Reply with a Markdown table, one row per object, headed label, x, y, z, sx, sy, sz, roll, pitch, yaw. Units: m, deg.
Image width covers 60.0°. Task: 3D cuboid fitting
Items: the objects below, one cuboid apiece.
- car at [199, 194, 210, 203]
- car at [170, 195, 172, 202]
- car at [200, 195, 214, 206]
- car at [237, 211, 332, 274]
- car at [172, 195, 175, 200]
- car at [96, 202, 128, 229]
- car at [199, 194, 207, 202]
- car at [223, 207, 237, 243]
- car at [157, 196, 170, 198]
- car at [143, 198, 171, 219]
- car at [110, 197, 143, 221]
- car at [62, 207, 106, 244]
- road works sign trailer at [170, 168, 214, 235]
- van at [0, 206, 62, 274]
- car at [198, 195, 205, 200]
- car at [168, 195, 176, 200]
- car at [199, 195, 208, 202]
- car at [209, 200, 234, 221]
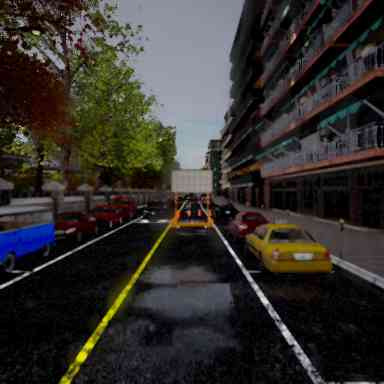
| label | x | y | z | sx | sy | sz | roll | pitch | yaw |
| --- | --- | --- | --- | --- | --- | --- | --- | --- | --- |
| car | 2.693 | 1.363 | 72.115 | 2.192 | 1.841 | 5.009 | 0 | 0 | 0 |
| car | -5.688 | 1.480 | 66.484 | 1.967 | 1.590 | 4.097 | 0 | 0 | 0 |
| car | 2.693 | 1.571 | 55.225 | 1.887 | 1.381 | 4.507 | 0 | 0 | 0 |
| car | 2.690 | 1.525 | 10.352 | 1.752 | 1.417 | 4.829 | 0 | 0 | 0 |
| car | -5.686 | 1.606 | 77.746 | 2.008 | 1.369 | 4.403 | 0 | 0 | 0 |
| car | -5.690 | 1.547 | 21.443 | 1.887 | 1.381 | 4.507 | 0 | 0 | 0 |
| car | 2.693 | 1.577 | 60.855 | 1.887 | 1.381 | 4.507 | 0 | 0 | 0 |
| car | 2.690 | 1.583 | 15.812 | 1.802 | 1.307 | 4.206 | 0 | 0 | 0 |
| car | -5.688 | 1.473 | 60.856 | 1.967 | 1.590 | 4.097 | 0 | 0 | 0 |
| car | -3.097 | 1.510 | 28.943 | 1.837 | 1.490 | 4.892 | 0 | 0 | 0 |
| car | -5.689 | 1.320 | 27.075 | 2.192 | 1.841 | 5.009 | 0 | 0 | 0 |
| car | -5.690 | 1.583 | 15.812 | 1.802 | 1.307 | 4.206 | 0 | 0 | 0 |
| road works sign trailer | 0.001 | 0.466 | 18.835 | 2.380 | 3.560 | 2.880 | 0 | 0 | 0 |
| van | -5.690 | 1.341 | 10.181 | 1.690 | 1.788 | 3.998 | 0 | 0 | 0 |
| car | 2.695 | 1.523 | 94.636 | 1.967 | 1.590 | 4.097 | 0 | 0 | 0 |
| car | -5.685 | 1.608 | 94.466 | 1.752 | 1.417 | 4.829 | 0 | 0 | 0 |
| car | 2.694 | 1.495 | 77.746 | 1.967 | 1.590 | 4.097 | 0 | 0 | 0 |
| car | 2.691 | 1.570 | 27.075 | 1.947 | 1.339 | 4.313 | 0 | 0 | 0 |
